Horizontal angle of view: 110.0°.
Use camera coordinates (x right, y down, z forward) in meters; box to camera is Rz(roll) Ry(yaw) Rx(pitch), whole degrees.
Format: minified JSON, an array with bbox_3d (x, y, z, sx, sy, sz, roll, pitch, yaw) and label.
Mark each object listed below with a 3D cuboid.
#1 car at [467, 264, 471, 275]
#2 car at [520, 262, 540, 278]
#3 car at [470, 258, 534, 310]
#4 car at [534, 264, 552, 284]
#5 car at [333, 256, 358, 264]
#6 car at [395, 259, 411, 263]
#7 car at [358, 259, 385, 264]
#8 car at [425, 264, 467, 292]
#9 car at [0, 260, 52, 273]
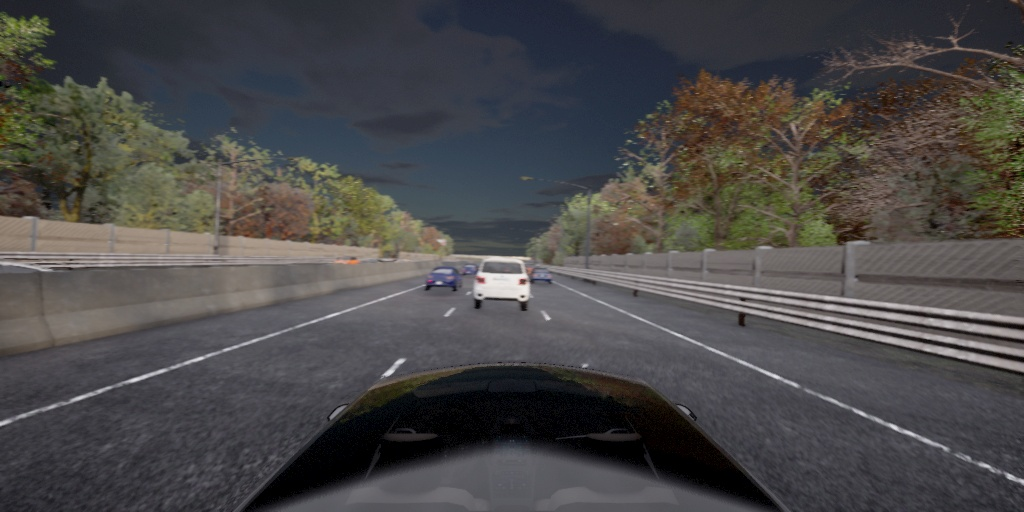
[{"bbox_3d":[-4.643,1.562,40.039,1.812,1.442,4.674,2,-1,-2],"label":"car"},{"bbox_3d":[2.179,1.713,44.595,2.097,1.767,4.553,2,-1,-1],"label":"car"},{"bbox_3d":[-0.462,1.126,16.038,2.150,2.045,5.566,2,-1,-2],"label":"car"},{"bbox_3d":[2.537,1.774,32.902,2.033,1.411,5.357,2,-1,-1],"label":"car"},{"bbox_3d":[-22.548,0.806,48.921,2.097,1.767,4.553,2,-1,-1],"label":"car"},{"bbox_3d":[-15.628,1.238,51.583,1.882,1.535,5.008,2,-1,-1],"label":"car"},{"bbox_3d":[-19.076,1.107,49.678,1.837,1.490,4.892,2,-1,-1],"label":"car"},{"bbox_3d":[-4.149,1.363,22.377,1.812,1.442,4.674,2,-1,-2],"label":"car"},{"bbox_3d":[-14.481,0.801,9.264,1.812,1.442,4.674,2,-1,-2],"label":"car"}]
